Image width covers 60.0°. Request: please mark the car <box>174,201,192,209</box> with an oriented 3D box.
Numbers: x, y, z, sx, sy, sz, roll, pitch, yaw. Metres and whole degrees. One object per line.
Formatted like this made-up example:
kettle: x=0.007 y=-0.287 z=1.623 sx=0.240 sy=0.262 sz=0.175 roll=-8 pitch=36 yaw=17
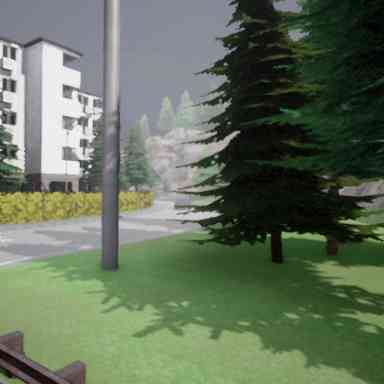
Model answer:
car: x=-1.032 y=1.334 z=39.631 sx=1.837 sy=1.490 sz=4.892 roll=1 pitch=1 yaw=1
